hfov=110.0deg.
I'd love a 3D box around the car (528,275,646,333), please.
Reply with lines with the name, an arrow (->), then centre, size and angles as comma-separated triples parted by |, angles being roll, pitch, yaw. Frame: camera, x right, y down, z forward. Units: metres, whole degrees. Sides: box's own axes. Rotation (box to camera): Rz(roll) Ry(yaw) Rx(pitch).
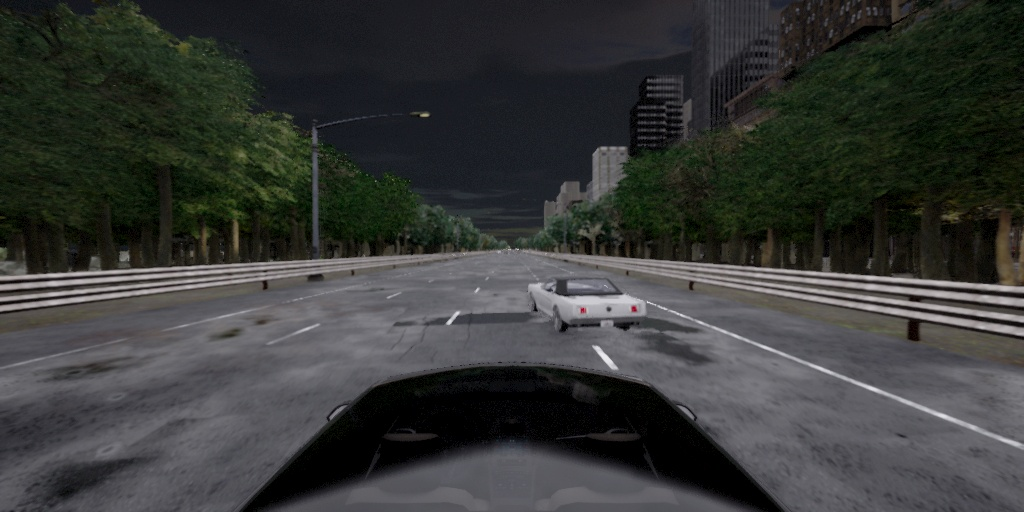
car -> 1.781, 1.201, 10.273 | 1.895, 1.301, 4.718 | 0, 1, -10
